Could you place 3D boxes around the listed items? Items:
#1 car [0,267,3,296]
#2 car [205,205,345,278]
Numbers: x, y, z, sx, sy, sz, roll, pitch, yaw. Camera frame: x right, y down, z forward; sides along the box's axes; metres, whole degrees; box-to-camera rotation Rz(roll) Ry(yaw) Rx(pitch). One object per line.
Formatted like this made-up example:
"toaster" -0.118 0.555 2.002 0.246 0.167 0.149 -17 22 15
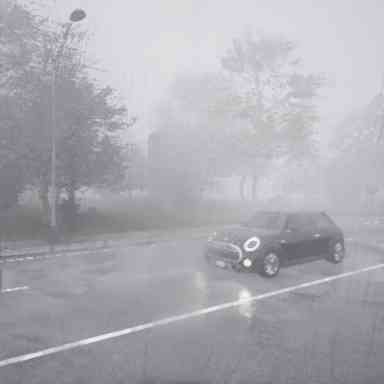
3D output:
"car" -5.642 1.171 4.296 5.566 2.045 2.150 0 0 -35
"car" 2.591 1.310 10.101 4.553 1.767 2.097 0 0 -35
